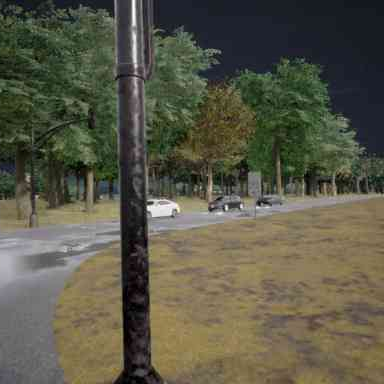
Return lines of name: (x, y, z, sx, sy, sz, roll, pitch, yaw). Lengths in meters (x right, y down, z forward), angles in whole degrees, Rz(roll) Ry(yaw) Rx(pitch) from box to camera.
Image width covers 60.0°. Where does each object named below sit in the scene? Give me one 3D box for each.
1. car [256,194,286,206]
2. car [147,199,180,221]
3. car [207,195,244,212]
car: (9.764, 0.970, 40.949, 2.033, 1.411, 5.357, -3, -1, 37)
car: (-2.780, 1.268, 24.469, 1.812, 1.442, 4.674, -3, -1, 37)
car: (3.353, 1.087, 32.537, 1.837, 1.490, 4.892, -3, -1, 37)
